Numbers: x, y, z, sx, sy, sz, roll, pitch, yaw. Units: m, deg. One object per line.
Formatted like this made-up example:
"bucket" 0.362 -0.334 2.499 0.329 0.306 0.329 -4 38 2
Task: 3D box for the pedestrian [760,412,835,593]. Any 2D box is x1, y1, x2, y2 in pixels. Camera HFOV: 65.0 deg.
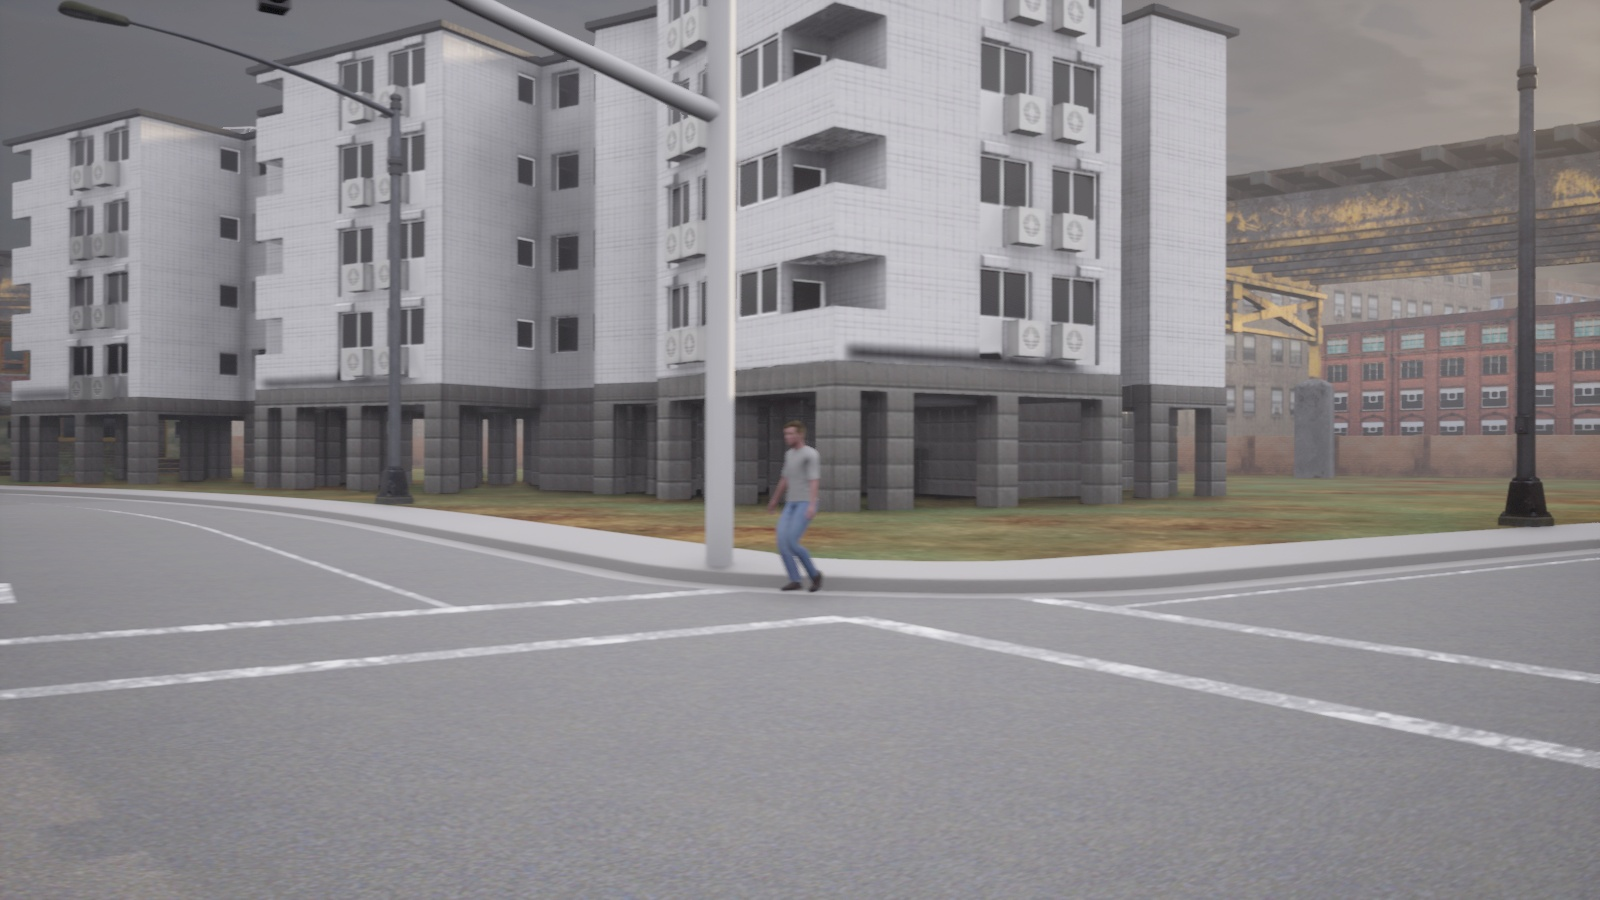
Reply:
"pedestrian" -0.022 0.529 13.083 0.706 1.836 0.354 0 0 -37
